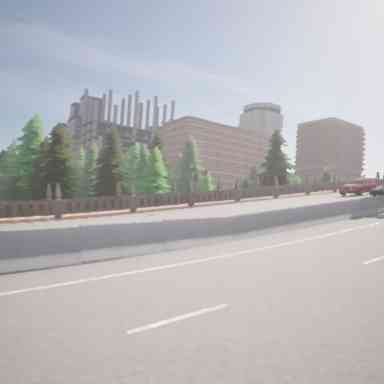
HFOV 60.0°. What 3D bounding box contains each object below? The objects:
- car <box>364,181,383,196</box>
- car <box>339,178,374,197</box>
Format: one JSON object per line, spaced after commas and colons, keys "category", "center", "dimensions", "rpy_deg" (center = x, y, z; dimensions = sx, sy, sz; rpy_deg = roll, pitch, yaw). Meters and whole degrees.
{"category": "car", "center": [21.679, -0.239, 36.710], "dimensions": [5.357, 1.411, 2.033], "rpy_deg": [-4, 2, -35]}
{"category": "car", "center": [19.875, -0.576, 39.715], "dimensions": [5.566, 2.045, 2.150], "rpy_deg": [-3, 2, -35]}
